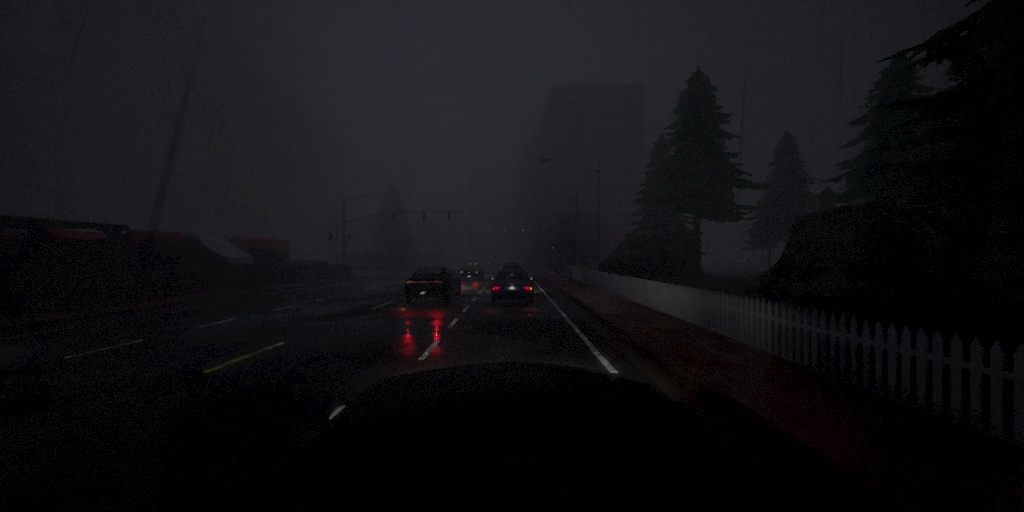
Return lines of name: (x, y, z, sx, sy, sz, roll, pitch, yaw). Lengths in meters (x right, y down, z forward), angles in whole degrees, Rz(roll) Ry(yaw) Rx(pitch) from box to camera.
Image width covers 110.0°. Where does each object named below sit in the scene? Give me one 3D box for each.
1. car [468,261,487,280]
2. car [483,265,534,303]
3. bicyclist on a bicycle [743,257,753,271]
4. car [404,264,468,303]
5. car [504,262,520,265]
car: (-3.500, 1.365, 31.530, 1.895, 1.301, 4.718, 0, 0, 0)
car: (0.000, 1.312, 16.500, 2.033, 1.411, 5.357, 0, 0, 0)
bicyclist on a bicycle: (28.241, 0.994, 42.872, 0.582, 1.620, 1.656, 0, 0, -28)
car: (-3.500, 1.244, 16.500, 2.128, 1.511, 4.902, 0, 0, 0)
car: (0.000, 1.265, 31.500, 1.837, 1.490, 4.892, 0, 0, 0)
